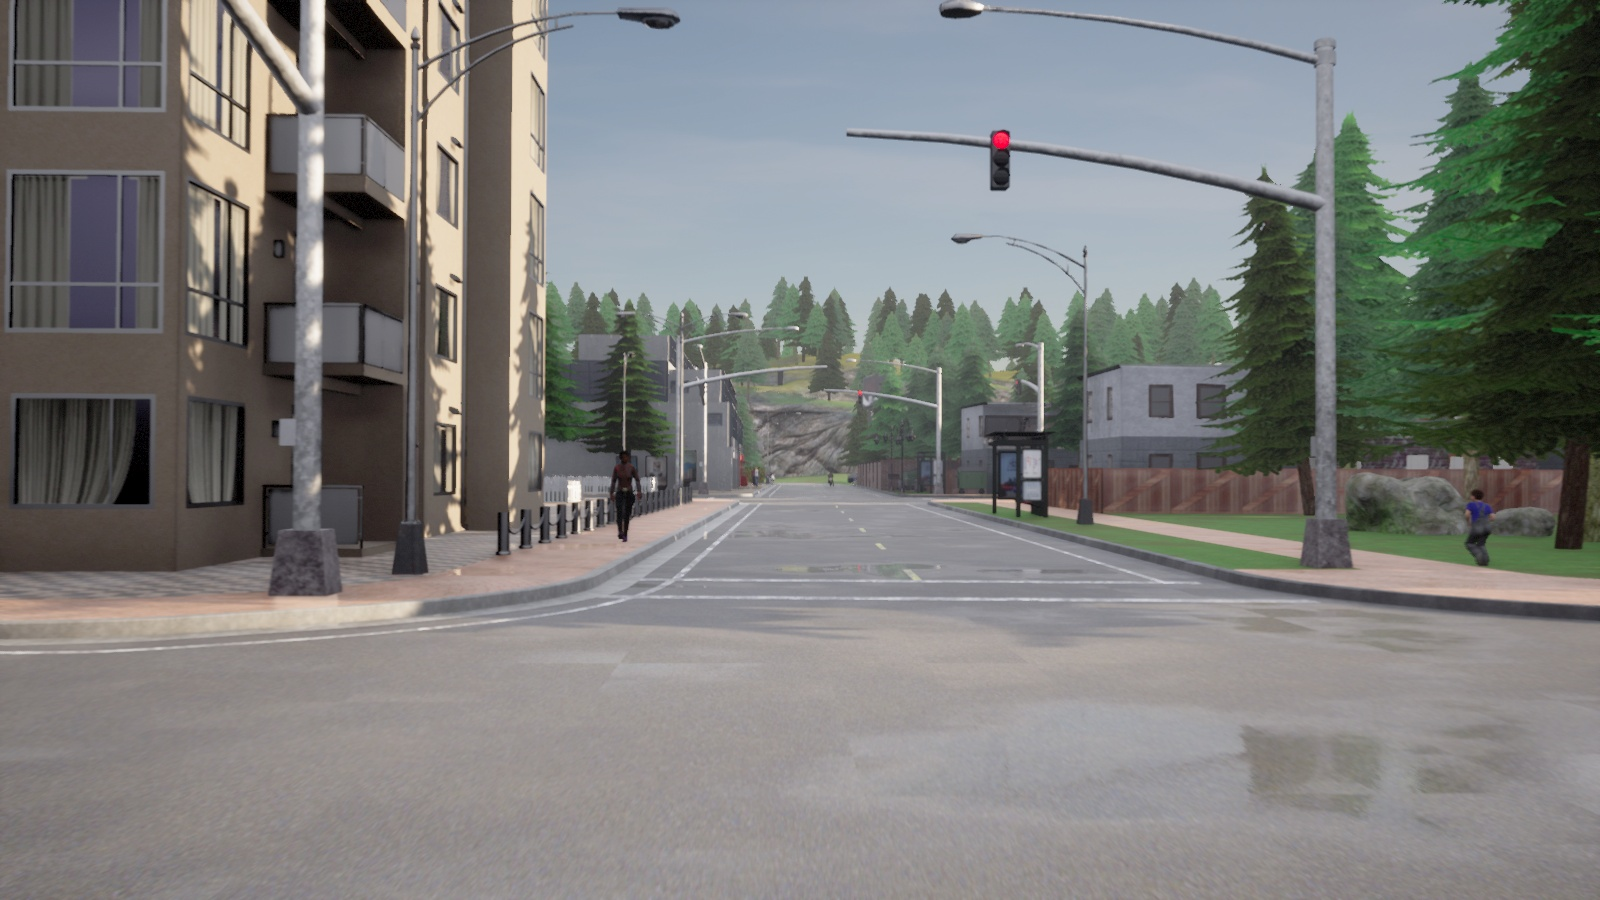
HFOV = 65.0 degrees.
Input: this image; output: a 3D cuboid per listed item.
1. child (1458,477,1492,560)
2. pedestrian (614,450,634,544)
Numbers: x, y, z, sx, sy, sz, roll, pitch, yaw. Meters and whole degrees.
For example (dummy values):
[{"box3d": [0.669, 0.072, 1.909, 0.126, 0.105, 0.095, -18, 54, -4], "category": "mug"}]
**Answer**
[{"box3d": [10.404, 1.050, 19.361, 0.270, 1.263, 0.437, 0, -1, -3], "category": "child"}, {"box3d": [-3.439, 0.914, 24.577, 0.328, 1.805, 0.869, 0, -1, -4], "category": "pedestrian"}]
